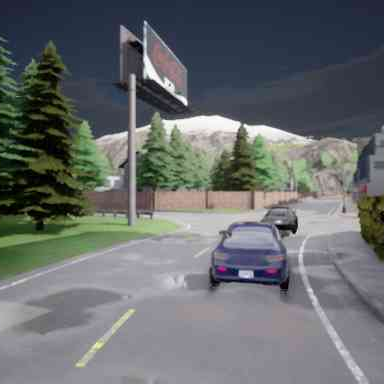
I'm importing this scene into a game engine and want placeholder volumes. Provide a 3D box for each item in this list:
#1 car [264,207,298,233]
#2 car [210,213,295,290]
[{"bbox_3d":[5.318,1.572,20.089,1.994,1.385,4.181,0,0,17],"label":"car"},{"bbox_3d":[1.657,1.530,9.139,1.812,1.442,4.674,0,0,13],"label":"car"}]
